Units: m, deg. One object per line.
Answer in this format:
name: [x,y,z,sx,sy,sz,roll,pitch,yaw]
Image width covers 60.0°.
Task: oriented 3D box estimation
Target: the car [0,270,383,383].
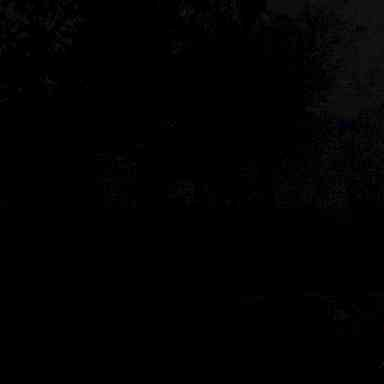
car: [0.200,1.563,3.183,4.181,1.385,1.994,0,0,-35]
